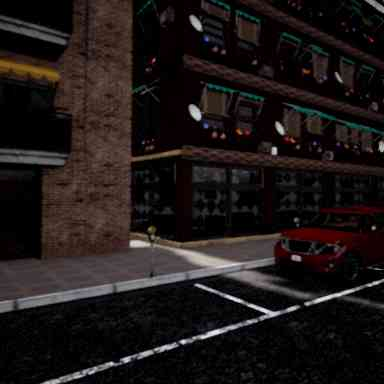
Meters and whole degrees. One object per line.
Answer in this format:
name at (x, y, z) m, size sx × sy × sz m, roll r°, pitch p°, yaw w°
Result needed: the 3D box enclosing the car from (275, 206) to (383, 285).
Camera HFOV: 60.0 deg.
car at (4.702, 1.381, 9.918) m, size 5.009 × 1.841 × 2.192 m, roll 0°, pitch 0°, yaw -36°
